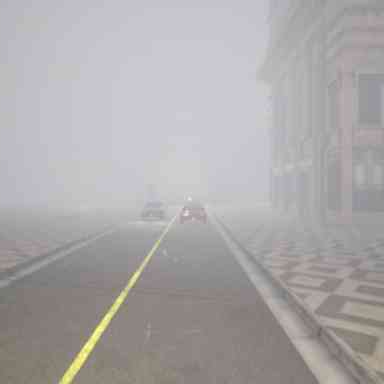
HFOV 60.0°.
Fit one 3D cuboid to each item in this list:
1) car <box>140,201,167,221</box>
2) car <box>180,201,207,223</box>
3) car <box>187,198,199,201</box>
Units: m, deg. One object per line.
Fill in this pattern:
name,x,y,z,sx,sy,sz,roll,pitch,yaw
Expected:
car,-3.077,1.494,27.416,1.837,1.490,4.892,0,0,0
car,0.101,1.592,25.453,1.895,1.301,4.718,0,0,0
car,0.103,1.458,41.493,2.128,1.511,4.902,0,0,0
